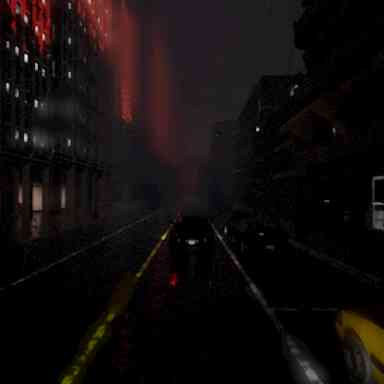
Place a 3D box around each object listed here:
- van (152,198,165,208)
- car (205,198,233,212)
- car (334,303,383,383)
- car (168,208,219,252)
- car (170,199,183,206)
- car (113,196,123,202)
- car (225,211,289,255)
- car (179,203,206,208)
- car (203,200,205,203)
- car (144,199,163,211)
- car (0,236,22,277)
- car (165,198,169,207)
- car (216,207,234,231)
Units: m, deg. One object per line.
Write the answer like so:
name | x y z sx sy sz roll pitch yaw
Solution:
van | -5.712 1.847 53.147 1.690 1.788 3.998 0 -1 0
car | 2.678 1.602 30.557 2.192 1.841 5.009 0 -1 0
car | 2.688 1.549 2.484 1.752 1.417 4.829 0 -1 0
car | -0.002 1.659 14.368 1.812 1.442 4.674 0 0 0
car | -3.027 2.243 71.778 1.994 1.385 4.181 0 -1 0
car | -21.166 1.968 92.168 4.097 1.590 1.967 1 -2 0
car | 2.684 1.677 13.610 2.008 1.369 4.403 0 -1 0
car | -0.010 1.873 29.093 1.895 1.301 4.718 0 -1 0
car | 2.674 1.977 41.851 1.802 1.307 4.206 0 -1 0
car | -5.709 2.016 47.497 1.947 1.339 4.313 0 -1 0
car | -5.694 1.655 7.958 1.802 1.307 4.206 0 -1 0
car | -5.713 2.112 58.794 2.008 1.369 4.403 0 -1 0
car | 2.682 1.745 19.258 1.947 1.339 4.313 0 -1 0
